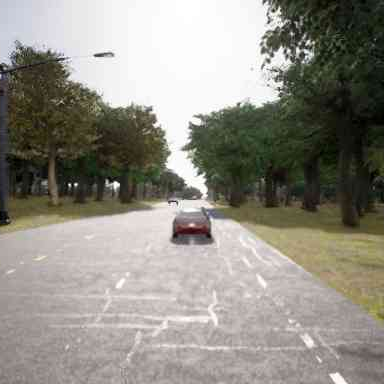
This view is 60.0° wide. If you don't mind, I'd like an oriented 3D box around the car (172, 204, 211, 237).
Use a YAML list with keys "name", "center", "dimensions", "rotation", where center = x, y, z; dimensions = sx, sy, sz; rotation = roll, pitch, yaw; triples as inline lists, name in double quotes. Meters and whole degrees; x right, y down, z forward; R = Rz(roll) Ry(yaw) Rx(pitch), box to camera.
- name: "car"
  center: [-0.007, 1.562, 17.988]
  dimensions: [1.994, 1.385, 4.181]
  rotation: [0, 0, 0]

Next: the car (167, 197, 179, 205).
- name: "car"
  center: [-3.436, 1.528, 60.826]
  dimensions: [2.033, 1.411, 5.357]
  rotation: [0, 0, 0]
